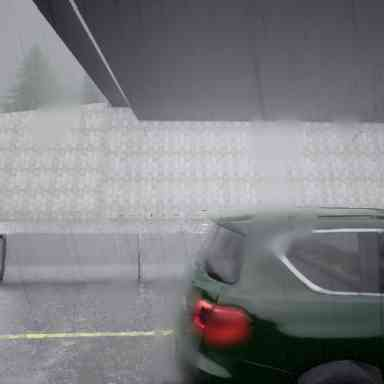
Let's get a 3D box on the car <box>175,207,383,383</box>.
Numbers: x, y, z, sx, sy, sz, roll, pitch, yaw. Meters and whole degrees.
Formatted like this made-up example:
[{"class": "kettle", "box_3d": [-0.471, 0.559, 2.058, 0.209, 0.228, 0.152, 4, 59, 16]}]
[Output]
[{"class": "car", "box_3d": [2.607, 1.217, 3.608, 5.566, 2.045, 2.150, 1, 0, -3]}]
